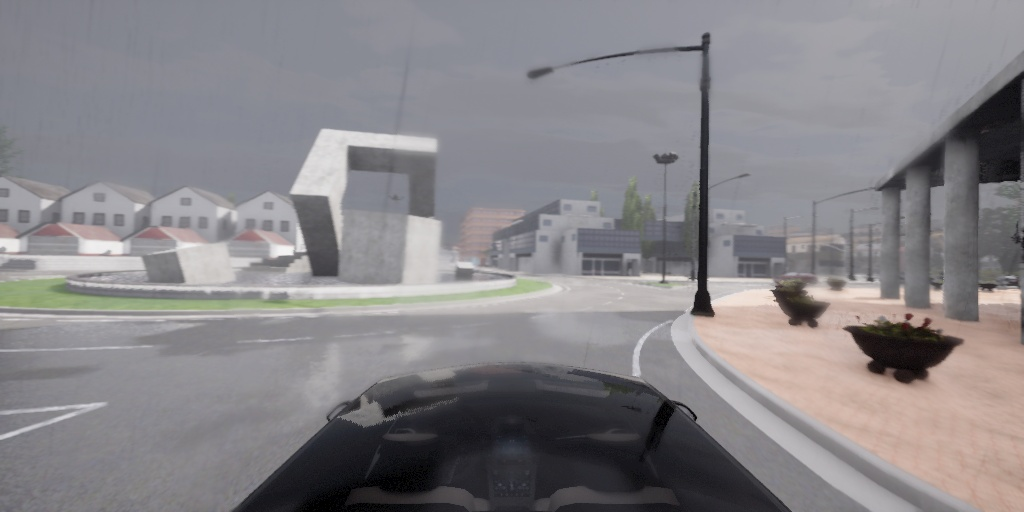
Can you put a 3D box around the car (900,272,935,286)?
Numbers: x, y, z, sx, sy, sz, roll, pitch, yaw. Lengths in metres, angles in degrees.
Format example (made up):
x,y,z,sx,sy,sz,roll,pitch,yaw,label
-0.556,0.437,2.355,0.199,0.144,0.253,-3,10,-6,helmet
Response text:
x,y,z,sx,sy,sz,roll,pitch,yaw,label
47.506,2.558,42.576,4.553,1.767,2.097,1,-1,-13,car

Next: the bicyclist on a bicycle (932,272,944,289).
x,y,z,sx,sy,sz,roll,pitch,yaw,label
40.167,2.315,33.367,0.582,1.620,1.656,-1,0,-13,bicyclist on a bicycle

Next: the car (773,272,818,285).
x,y,z,sx,sy,sz,roll,pitch,yaw,label
30.806,2.406,38.934,4.674,1.442,1.812,1,-1,-12,car
